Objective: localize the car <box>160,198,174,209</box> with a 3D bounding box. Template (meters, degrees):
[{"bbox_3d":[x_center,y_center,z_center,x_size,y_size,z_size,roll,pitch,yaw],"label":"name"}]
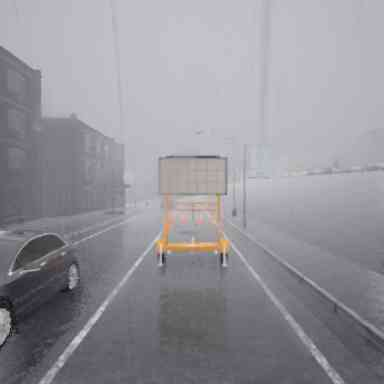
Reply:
[{"bbox_3d":[-3.621,1.704,48.837,2.128,1.511,4.902,0,0,0],"label":"car"}]

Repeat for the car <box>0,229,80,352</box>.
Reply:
[{"bbox_3d":[-3.601,1.530,6.162,1.837,1.490,4.892,0,0,0],"label":"car"}]

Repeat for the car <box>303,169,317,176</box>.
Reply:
[{"bbox_3d":[22.901,-3.531,61.321,2.185,1.767,4.553,0,1,-5],"label":"car"}]

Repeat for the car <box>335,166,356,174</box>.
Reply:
[{"bbox_3d":[24.226,-3.209,50.156,2.002,1.452,4.674,0,1,-7],"label":"car"}]

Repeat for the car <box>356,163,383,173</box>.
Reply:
[{"bbox_3d":[25.032,-3.171,44.795,2.231,1.521,4.892,0,1,-9],"label":"car"}]

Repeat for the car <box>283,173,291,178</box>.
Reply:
[{"bbox_3d":[22.078,-3.521,72.364,2.002,1.452,4.674,0,1,-3],"label":"car"}]

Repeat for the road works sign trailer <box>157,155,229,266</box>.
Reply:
[{"bbox_3d":[0.036,0.512,11.716,2.380,3.560,2.880,0,0,1],"label":"road works sign trailer"}]

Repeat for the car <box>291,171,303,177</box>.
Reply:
[{"bbox_3d":[22.432,-3.483,66.827,2.097,1.535,5.008,0,1,-4],"label":"car"}]

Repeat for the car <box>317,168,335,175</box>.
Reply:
[{"bbox_3d":[23.523,-3.296,55.630,2.163,1.488,4.792,0,1,-6],"label":"car"}]

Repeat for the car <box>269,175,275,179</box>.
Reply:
[{"bbox_3d":[21.714,-3.688,83.424,2.231,1.521,4.892,0,0,-1],"label":"car"}]

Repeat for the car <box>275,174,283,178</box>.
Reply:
[{"bbox_3d":[21.844,-3.633,77.906,2.231,1.521,4.892,0,1,-1],"label":"car"}]
